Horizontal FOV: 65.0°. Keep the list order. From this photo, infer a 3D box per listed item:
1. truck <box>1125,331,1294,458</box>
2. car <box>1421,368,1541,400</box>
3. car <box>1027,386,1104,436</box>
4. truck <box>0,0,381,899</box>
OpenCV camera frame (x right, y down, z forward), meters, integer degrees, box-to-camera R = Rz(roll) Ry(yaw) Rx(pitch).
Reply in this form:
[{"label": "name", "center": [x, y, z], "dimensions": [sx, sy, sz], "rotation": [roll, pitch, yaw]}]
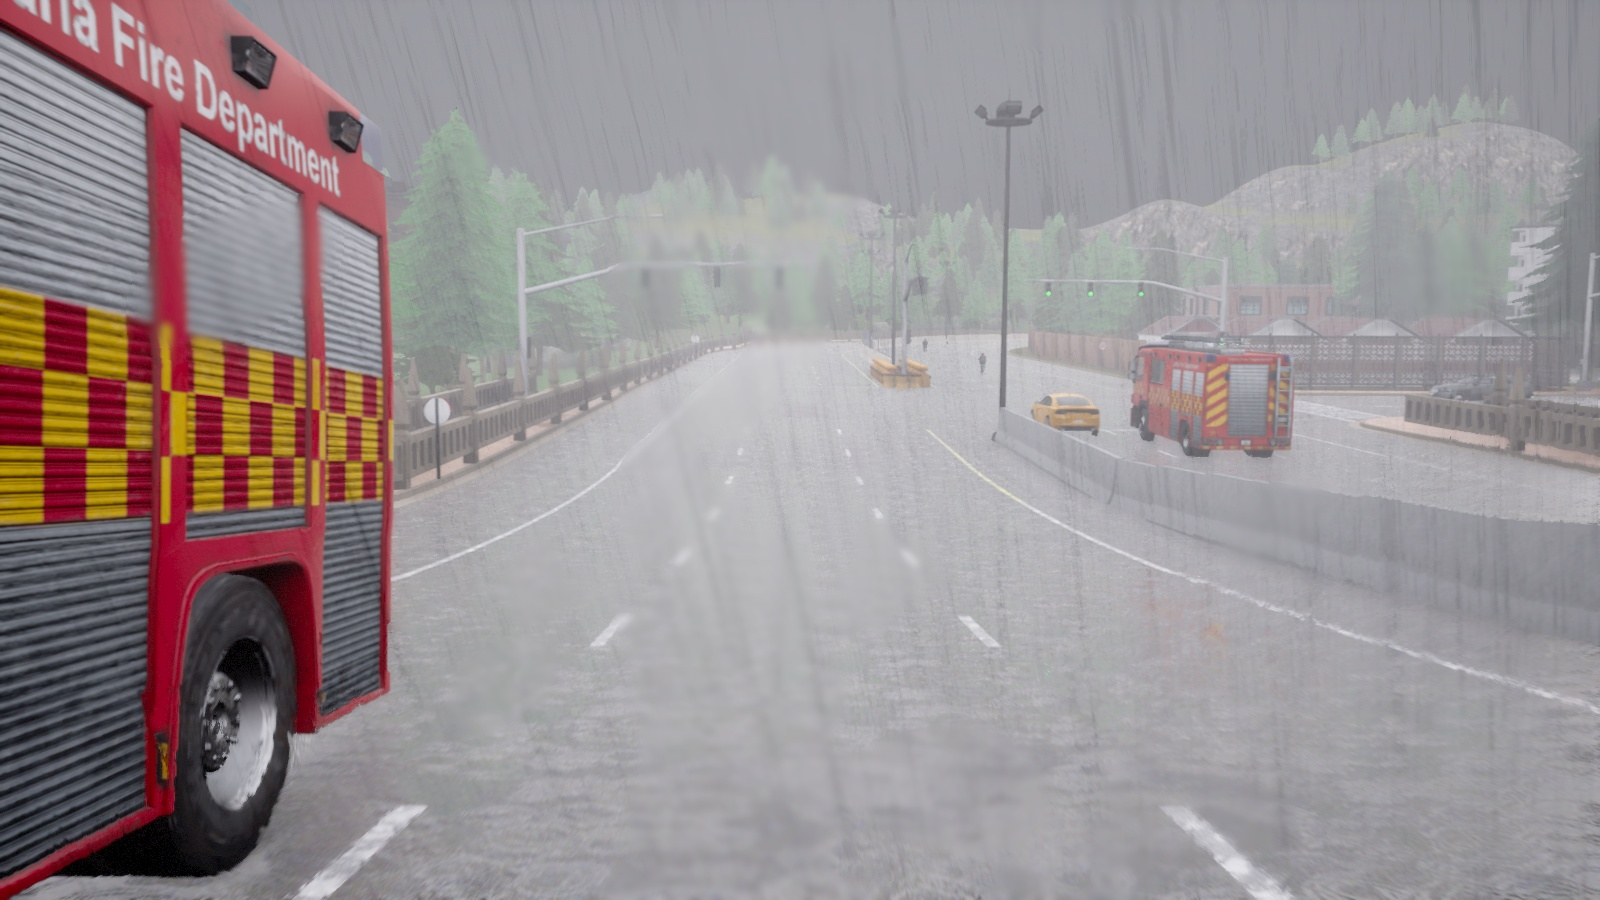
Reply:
[{"label": "truck", "center": [13.803, -2.102, 43.221], "dimensions": [2.891, 3.827, 8.468], "rotation": [0, 6, 0]}, {"label": "car", "center": [34.955, -3.409, 64.555], "dimensions": [4.902, 1.511, 2.128], "rotation": [0, 6, 1]}, {"label": "car", "center": [10.260, -1.562, 48.881], "dimensions": [1.882, 1.535, 5.008], "rotation": [0, 6, 0]}, {"label": "truck", "center": [-3.509, -0.292, 1.970], "dimensions": [2.891, 3.827, 8.468], "rotation": [0, -1, 0]}]
